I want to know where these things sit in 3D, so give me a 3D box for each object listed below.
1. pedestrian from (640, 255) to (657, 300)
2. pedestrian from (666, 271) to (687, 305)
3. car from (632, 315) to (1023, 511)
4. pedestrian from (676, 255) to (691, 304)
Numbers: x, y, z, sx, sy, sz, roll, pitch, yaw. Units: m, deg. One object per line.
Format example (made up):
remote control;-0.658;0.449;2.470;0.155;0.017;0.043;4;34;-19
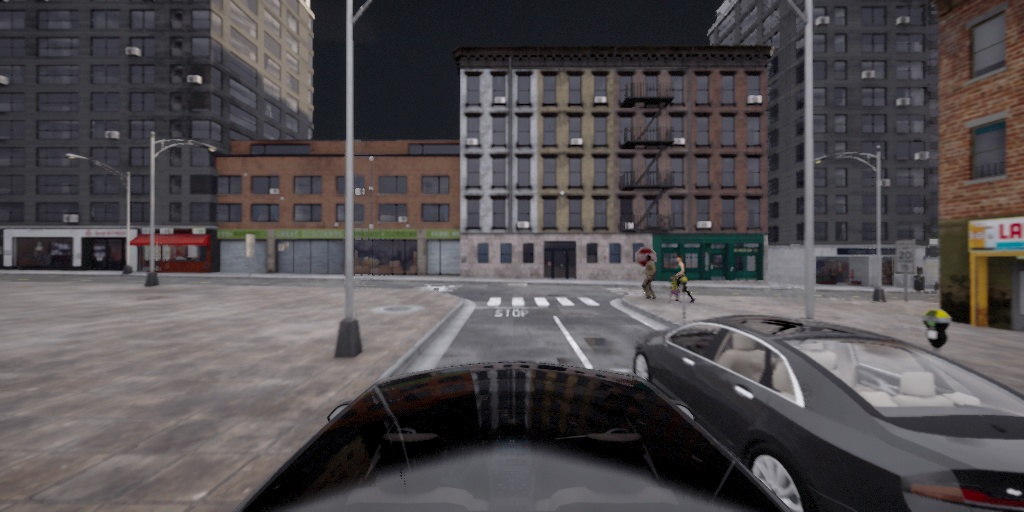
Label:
pedestrian;5.462;0.831;14.261;0.375;1.860;0.375;0;0;0
pedestrian;5.924;1.219;13.060;0.500;1.100;0.500;0;0;0
car;2.638;1.291;3.744;2.007;1.370;4.403;0;0;0
pedestrian;6.425;0.837;13.662;0.375;1.860;0.375;0;0;0
